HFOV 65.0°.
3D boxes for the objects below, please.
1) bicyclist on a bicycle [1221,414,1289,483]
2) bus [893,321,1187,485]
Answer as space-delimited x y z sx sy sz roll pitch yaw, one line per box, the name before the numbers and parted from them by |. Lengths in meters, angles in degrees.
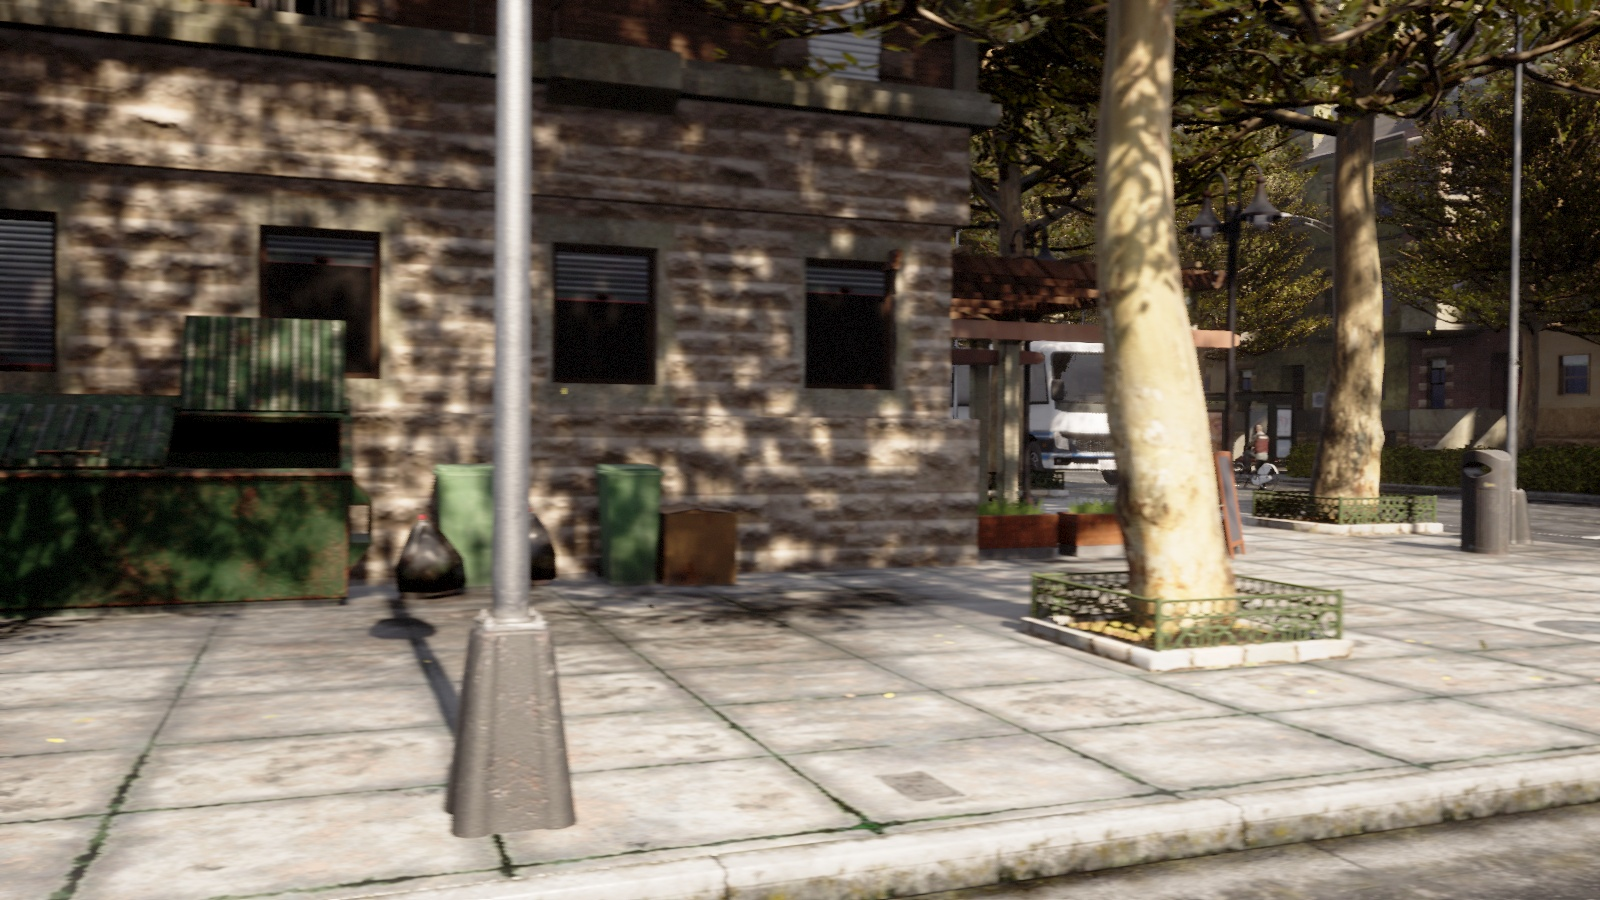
bicyclist on a bicycle | 12.164 -0.050 33.628 0.659 1.776 1.843 -1 1 -20
bus | 6.802 -1.308 38.054 3.944 4.253 10.273 -1 1 -21
